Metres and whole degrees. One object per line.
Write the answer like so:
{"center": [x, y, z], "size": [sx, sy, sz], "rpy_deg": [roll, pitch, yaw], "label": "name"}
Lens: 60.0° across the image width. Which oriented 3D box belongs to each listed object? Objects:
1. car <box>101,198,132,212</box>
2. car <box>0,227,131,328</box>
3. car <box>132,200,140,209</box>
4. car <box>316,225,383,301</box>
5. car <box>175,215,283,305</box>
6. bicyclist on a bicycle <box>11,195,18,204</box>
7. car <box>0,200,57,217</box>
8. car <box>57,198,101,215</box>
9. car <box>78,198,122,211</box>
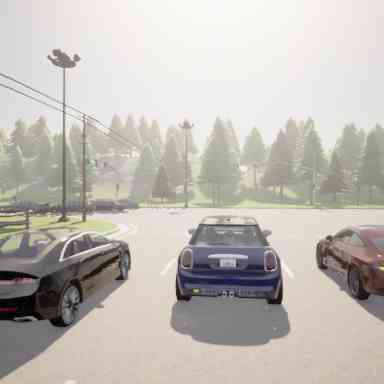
{"center": [-9.666, 1.625, 37.691], "size": [4.718, 1.301, 1.895], "rpy_deg": [0, 0, 7], "label": "car"}
{"center": [-2.750, 1.496, 7.054], "size": [2.128, 1.511, 4.902], "rpy_deg": [0, 0, 7], "label": "car"}
{"center": [-9.167, 1.594, 44.685], "size": [4.181, 1.385, 1.994], "rpy_deg": [0, 0, 7], "label": "car"}
{"center": [4.429, 1.532, 8.115], "size": [1.812, 1.442, 4.674], "rpy_deg": [0, 0, 7], "label": "car"}
{"center": [0.931, 1.358, 8.348], "size": [2.097, 1.767, 4.553], "rpy_deg": [0, 0, 7], "label": "car"}
{"center": [-27.132, 1.333, 50.900], "size": [0.582, 1.620, 1.656], "rpy_deg": [0, 0, 7], "label": "bicyclist on a bicycle"}
{"center": [-15.844, 1.511, 31.401], "size": [4.902, 1.511, 2.128], "rpy_deg": [0, 0, 7], "label": "car"}
{"center": [-12.268, 1.548, 34.486], "size": [4.674, 1.442, 1.812], "rpy_deg": [0, 0, 7], "label": "car"}
{"center": [-11.384, 1.518, 41.431], "size": [4.902, 1.511, 2.128], "rpy_deg": [0, 0, 7], "label": "car"}
